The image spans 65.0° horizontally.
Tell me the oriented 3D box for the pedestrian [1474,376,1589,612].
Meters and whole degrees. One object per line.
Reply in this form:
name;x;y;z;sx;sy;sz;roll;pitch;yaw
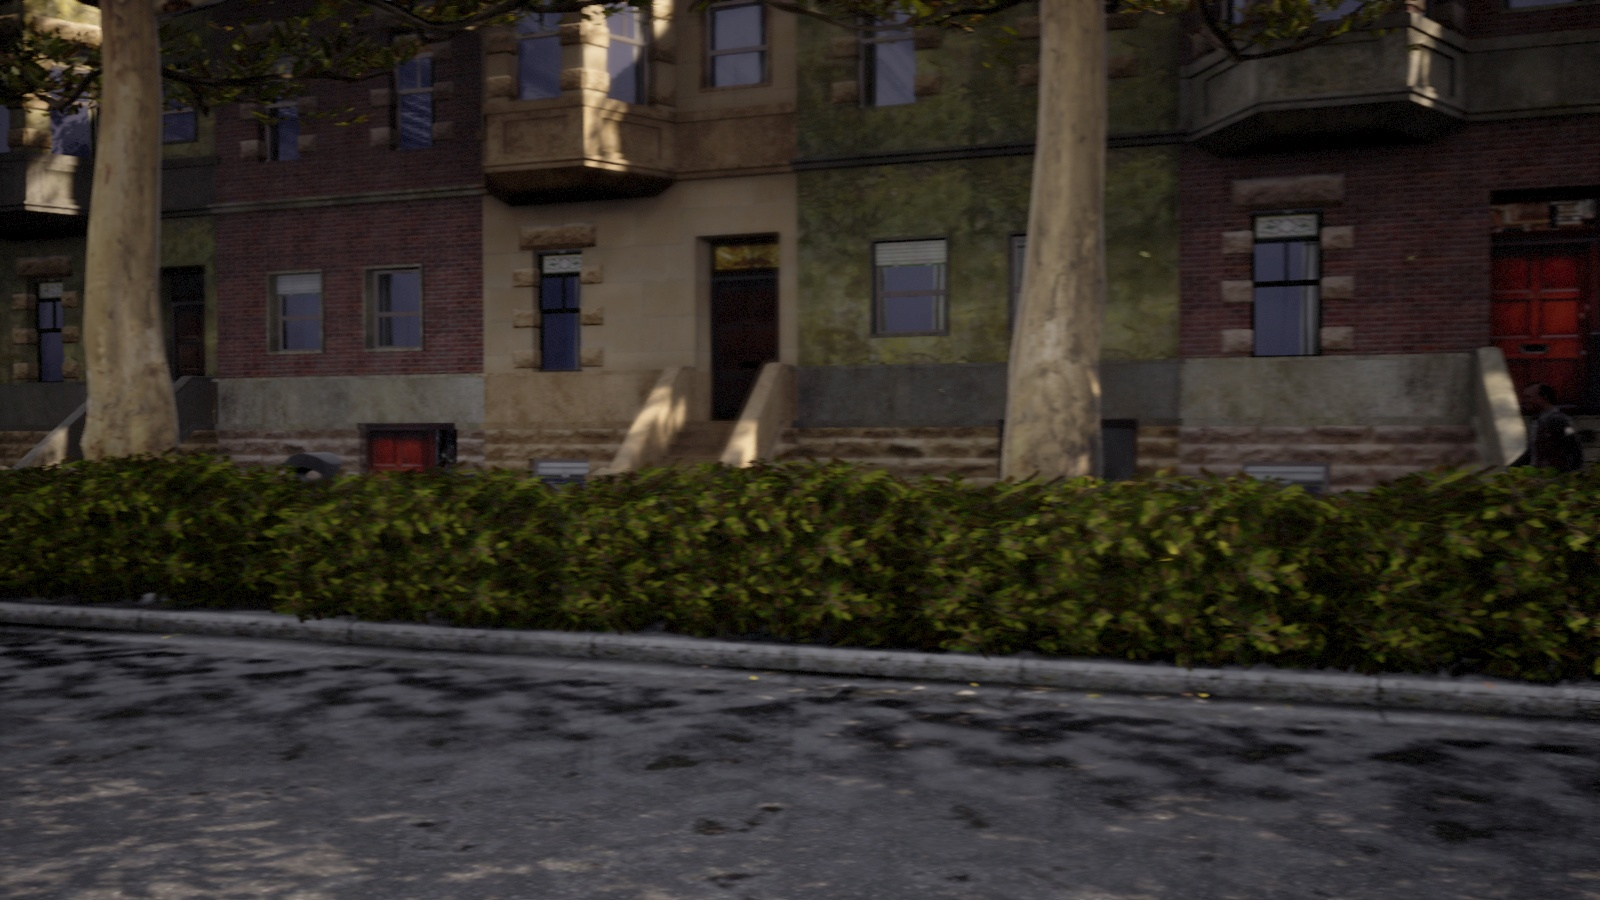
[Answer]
pedestrian;5.919;0.342;10.184;0.720;1.854;0.376;1;1;18
